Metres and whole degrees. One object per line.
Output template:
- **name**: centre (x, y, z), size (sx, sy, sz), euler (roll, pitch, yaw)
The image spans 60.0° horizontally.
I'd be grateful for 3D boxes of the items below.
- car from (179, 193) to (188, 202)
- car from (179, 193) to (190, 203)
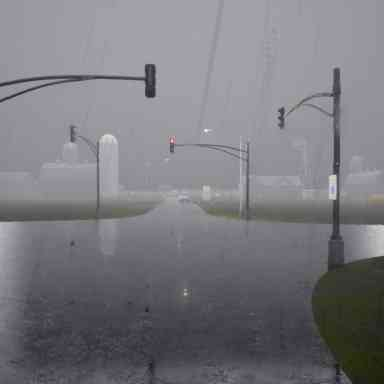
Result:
- **car**: centre (-2.081, 1.194, 79.902), size (2.150, 2.045, 5.566), euler (0, 0, -4)
- **car**: centre (-1.498, 1.557, 69.868), size (1.812, 1.442, 4.674), euler (0, 0, -3)
